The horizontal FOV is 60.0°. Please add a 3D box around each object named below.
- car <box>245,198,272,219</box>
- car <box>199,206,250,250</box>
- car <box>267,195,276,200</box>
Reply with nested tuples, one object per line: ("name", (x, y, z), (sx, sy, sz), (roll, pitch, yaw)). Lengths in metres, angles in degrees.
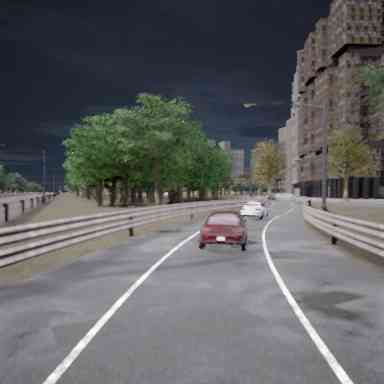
("car", (5.479, 1.551, 28.944), (1.812, 1.442, 4.674), (0, 0, 20))
("car", (1.459, 1.532, 14.364), (1.812, 1.442, 4.674), (0, 0, 10))
("car", (21.151, 1.517, 88.669), (2.033, 1.411, 5.357), (0, 0, 3))
